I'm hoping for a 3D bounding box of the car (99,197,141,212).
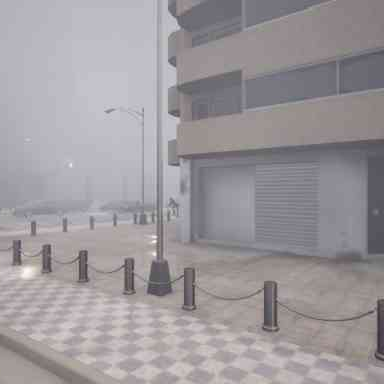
[{"bbox_3d":[-8.007,1.508,36.295,1.994,1.385,4.181,0,0,36],"label":"car"}]

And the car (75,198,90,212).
[{"bbox_3d":[-13.135,1.449,35.184,1.837,1.490,4.892,0,0,36],"label":"car"}]

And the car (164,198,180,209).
[{"bbox_3d":[-1.968,1.508,44.619,1.994,1.385,4.181,0,0,36],"label":"car"}]

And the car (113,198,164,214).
[{"bbox_3d":[-5.333,1.545,33.683,1.895,1.301,4.718,0,0,36],"label":"car"}]

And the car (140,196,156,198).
[{"bbox_3d":[-6.360,1.298,44.520,2.097,1.767,4.553,0,0,36],"label":"car"}]

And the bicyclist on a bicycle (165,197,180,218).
[{"bbox_3d":[-1.539,1.246,26.504,1.656,1.620,0.582,0,0,36],"label":"bicyclist on a bicycle"}]

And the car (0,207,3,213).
[{"bbox_3d":[-18.617,1.545,27.644,1.895,1.301,4.718,0,0,36],"label":"car"}]

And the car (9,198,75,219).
[{"bbox_3d":[-13.239,1.436,29.078,2.128,1.511,4.902,0,0,36],"label":"car"}]
